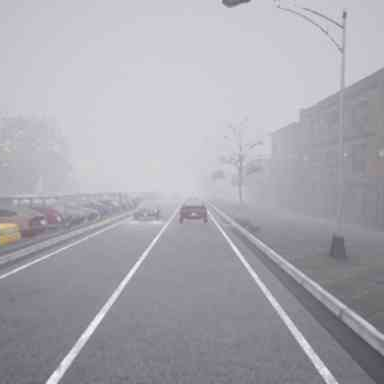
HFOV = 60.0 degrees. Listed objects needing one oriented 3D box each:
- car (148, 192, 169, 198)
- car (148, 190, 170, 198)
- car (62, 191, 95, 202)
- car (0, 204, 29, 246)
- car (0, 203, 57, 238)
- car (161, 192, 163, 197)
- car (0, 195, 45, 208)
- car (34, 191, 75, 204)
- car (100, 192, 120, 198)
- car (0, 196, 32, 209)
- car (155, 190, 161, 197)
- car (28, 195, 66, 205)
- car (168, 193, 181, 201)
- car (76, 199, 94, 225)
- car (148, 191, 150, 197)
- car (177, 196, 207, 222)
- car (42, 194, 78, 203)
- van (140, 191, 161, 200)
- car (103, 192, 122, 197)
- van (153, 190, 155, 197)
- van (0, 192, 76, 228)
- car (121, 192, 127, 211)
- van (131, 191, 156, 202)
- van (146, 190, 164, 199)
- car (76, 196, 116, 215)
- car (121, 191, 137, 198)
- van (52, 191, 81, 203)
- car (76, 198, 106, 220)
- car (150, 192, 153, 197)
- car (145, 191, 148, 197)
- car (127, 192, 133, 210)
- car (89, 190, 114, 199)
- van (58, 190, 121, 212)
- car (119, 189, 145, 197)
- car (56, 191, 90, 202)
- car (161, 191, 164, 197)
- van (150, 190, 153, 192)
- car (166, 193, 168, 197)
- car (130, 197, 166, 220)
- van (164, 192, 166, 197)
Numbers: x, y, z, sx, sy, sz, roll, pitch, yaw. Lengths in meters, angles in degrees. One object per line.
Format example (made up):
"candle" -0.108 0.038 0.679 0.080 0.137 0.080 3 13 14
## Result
"car" -8.785 0.775 87.563 5.366 1.575 1.946 0 1 0
"car" -8.945 0.488 90.363 5.566 2.045 2.435 0 1 0
"car" -21.993 0.805 64.493 5.566 2.045 2.435 0 0 0
"car" -9.062 1.372 11.867 5.366 1.575 1.946 0 0 0
"car" -8.909 1.388 14.671 4.792 1.488 2.163 0 0 0
"car" -8.943 1.067 67.935 4.674 1.452 2.002 0 0 0
"car" -21.809 1.191 42.289 5.366 1.575 1.946 0 0 0
"car" -22.037 0.877 53.390 5.566 2.045 2.435 0 0 0
"car" -22.059 0.754 89.480 4.892 1.521 2.231 0 1 0
"car" -21.996 1.212 39.512 4.892 1.521 2.231 0 0 0
"car" -8.908 0.840 59.522 5.566 2.045 2.435 0 0 0
"car" -21.976 1.174 50.616 4.792 1.488 2.163 0 0 0
"car" -3.244 1.011 67.600 1.837 1.490 4.892 0 1 0
"car" -8.858 1.355 20.277 4.792 1.488 2.163 0 0 0
"car" -8.953 1.032 48.309 4.553 1.767 2.185 0 0 0
"car" 0.104 1.306 24.268 1.882 1.535 5.008 0 0 0
"car" -22.197 1.109 56.167 5.366 1.575 1.946 0 0 0
"van" -9.070 0.740 73.542 4.442 1.987 1.878 0 1 0
"car" -22.085 0.744 92.255 4.792 1.488 2.163 0 1 0
"van" -9.049 0.882 56.718 4.442 1.987 1.878 0 0 0
"van" -8.767 1.116 17.473 4.442 1.987 1.878 0 0 0
"car" -8.932 1.133 31.489 4.553 1.767 2.185 0 0 0
"van" -9.056 0.848 62.322 4.442 1.987 1.878 0 0 0
"van" -9.080 0.630 81.954 4.442 1.987 1.878 0 1 0
"car" -8.889 1.292 25.884 5.008 1.535 2.097 0 0 0
"car" -8.877 1.099 37.096 4.553 1.767 2.185 0 0 0
"van" -22.131 0.869 58.940 4.442 1.987 1.878 0 0 0
"car" -8.861 1.338 23.081 4.792 1.488 2.163 0 0 0
"car" -8.919 1.142 51.112 4.892 1.521 2.231 0 0 0
"car" -8.886 0.940 42.701 5.566 2.045 2.435 0 0 0
"car" -8.873 1.116 34.292 4.553 1.767 2.185 0 0 0
"car" -22.013 0.616 81.150 5.566 2.045 2.435 0 1 0
"van" -8.781 1.049 28.685 4.442 1.987 1.878 0 0 0
"car" -8.883 0.957 39.898 5.566 2.045 2.435 0 0 0
"car" -22.047 0.827 61.717 5.566 2.045 2.435 0 0 0
"car" -8.979 1.029 70.743 4.792 1.488 2.163 0 1 0
"van" -9.045 0.898 53.914 4.442 1.987 1.878 0 0 0
"car" -8.955 0.895 79.154 5.008 1.535 2.097 0 1 0
"car" -3.355 1.341 26.328 1.812 1.442 4.674 0 0 0
"van" -8.840 0.707 76.344 4.442 1.987 1.878 0 1 0
